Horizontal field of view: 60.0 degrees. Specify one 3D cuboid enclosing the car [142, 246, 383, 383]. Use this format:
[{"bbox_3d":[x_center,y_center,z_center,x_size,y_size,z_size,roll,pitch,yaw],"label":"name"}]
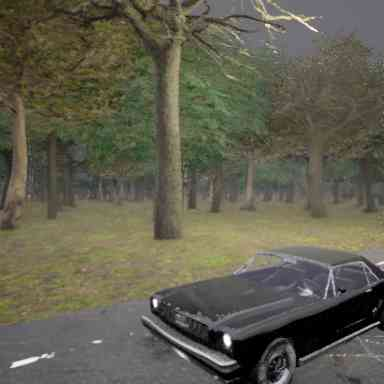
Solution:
[{"bbox_3d":[1.641,1.626,5.290,4.718,1.301,1.895,0,0,-37],"label":"car"}]
